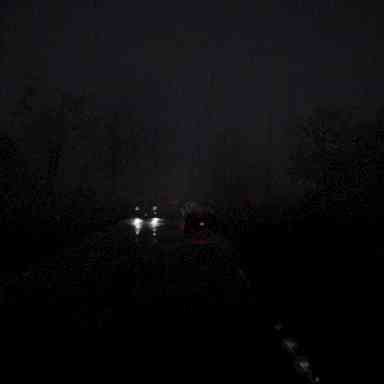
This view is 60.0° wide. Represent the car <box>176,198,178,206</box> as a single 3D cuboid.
[{"bbox_3d":[-0.516,1.619,36.146,1.837,1.490,4.892,0,0,-4],"label":"car"}]

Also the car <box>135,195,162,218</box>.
[{"bbox_3d":[-4.239,1.455,31.687,2.097,1.767,4.553,0,0,-4],"label":"car"}]

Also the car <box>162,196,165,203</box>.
[{"bbox_3d":[-5.800,1.652,74.518,1.812,1.442,4.674,0,0,-9],"label":"car"}]

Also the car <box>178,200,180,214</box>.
[{"bbox_3d":[-0.096,1.621,30.132,1.812,1.442,4.674,0,0,-4],"label":"car"}]

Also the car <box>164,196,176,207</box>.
[{"bbox_3d":[-3.070,1.654,54.228,1.882,1.535,5.008,0,0,-7],"label":"car"}]

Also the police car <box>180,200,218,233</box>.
[{"bbox_3d":[0.437,1.488,20.208,1.930,1.638,5.238,0,0,-2],"label":"police car"}]
